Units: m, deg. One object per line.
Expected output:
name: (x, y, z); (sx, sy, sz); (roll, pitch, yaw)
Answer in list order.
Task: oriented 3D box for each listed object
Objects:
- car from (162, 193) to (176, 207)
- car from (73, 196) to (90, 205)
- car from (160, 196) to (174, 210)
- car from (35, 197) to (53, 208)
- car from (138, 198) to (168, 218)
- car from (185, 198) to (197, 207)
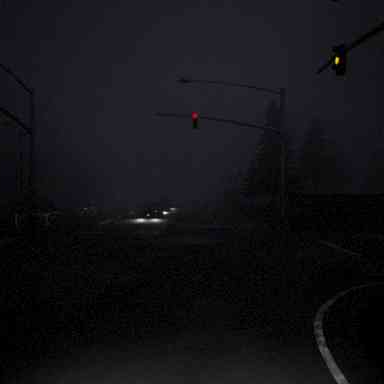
car: (-3.678, 1.221, 51.019); (2.150, 2.045, 5.566); (0, 0, -2)
car: (-17.597, 1.374, 52.990); (1.845, 1.501, 3.633); (0, 0, 0)
car: (-3.703, 1.547, 40.666); (2.033, 1.411, 5.357); (0, 0, 0)
car: (-20.631, 1.384, 45.590); (1.970, 1.475, 3.806); (0, 0, 0)
car: (-3.682, 1.547, 30.561); (2.033, 1.411, 5.357); (0, 0, 0)
car: (-0.137, 1.601, 51.214); (1.895, 1.301, 4.718); (0, 0, 0)
